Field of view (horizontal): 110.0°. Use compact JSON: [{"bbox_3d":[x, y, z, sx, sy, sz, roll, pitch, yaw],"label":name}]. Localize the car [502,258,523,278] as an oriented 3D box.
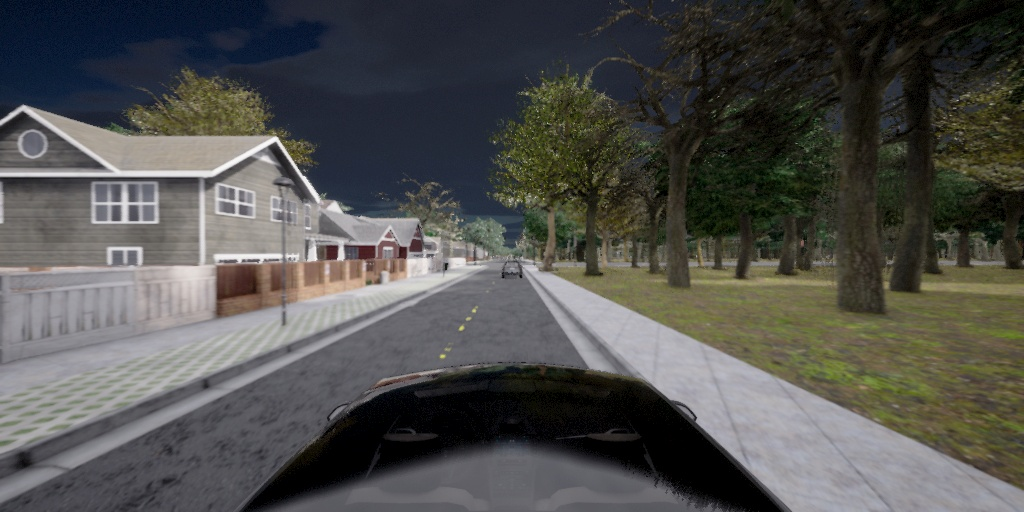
[{"bbox_3d":[0.027,1.181,33.828,2.033,1.649,4.856,0,0,0],"label":"car"}]
